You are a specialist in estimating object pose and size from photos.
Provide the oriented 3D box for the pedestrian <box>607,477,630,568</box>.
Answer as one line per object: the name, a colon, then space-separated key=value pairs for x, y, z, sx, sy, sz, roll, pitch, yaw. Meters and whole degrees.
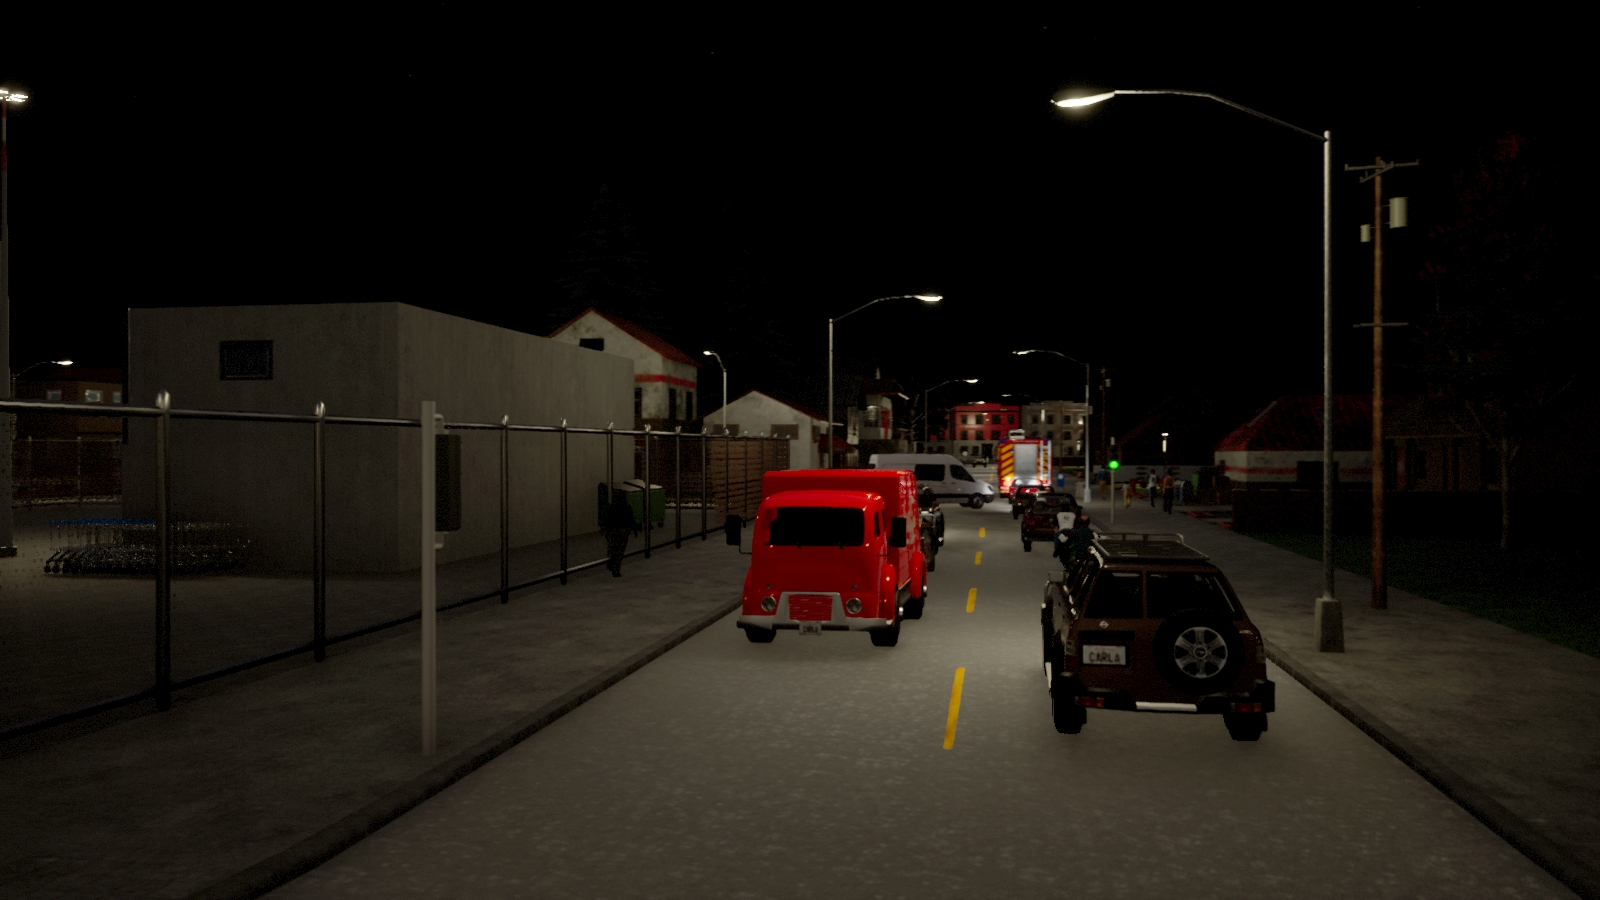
pedestrian: x=-3.770 y=1.499 z=23.761 sx=0.375 sy=1.860 sz=0.375 roll=0 pitch=0 yaw=10

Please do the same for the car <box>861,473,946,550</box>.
car: x=2.928 y=1.604 z=31.366 sx=1.932 sy=1.855 sz=4.605 roll=0 pitch=0 yaw=10

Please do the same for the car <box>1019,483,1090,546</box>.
car: x=7.132 y=1.762 z=32.302 sx=1.789 sy=1.549 sz=3.705 roll=0 pitch=0 yaw=10

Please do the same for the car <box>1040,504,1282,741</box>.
car: x=3.673 y=1.625 z=12.436 sx=1.932 sy=1.855 sz=4.605 roll=0 pitch=0 yaw=10

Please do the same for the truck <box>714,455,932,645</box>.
truck: x=0.583 y=1.326 z=17.797 sx=2.627 sy=2.467 sz=5.204 roll=0 pitch=0 yaw=10

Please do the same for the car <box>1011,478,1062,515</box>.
car: x=9.606 y=1.874 z=46.648 sx=1.895 sy=1.301 sz=4.718 roll=0 pitch=0 yaw=10

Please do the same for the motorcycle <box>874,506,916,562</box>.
motorcycle: x=2.266 y=1.959 z=27.010 sx=0.803 sy=1.145 sz=2.033 roll=0 pitch=0 yaw=10

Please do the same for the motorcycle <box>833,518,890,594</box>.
motorcycle: x=1.166 y=1.935 z=21.218 sx=0.856 sy=1.236 sz=1.805 roll=0 pitch=0 yaw=10
